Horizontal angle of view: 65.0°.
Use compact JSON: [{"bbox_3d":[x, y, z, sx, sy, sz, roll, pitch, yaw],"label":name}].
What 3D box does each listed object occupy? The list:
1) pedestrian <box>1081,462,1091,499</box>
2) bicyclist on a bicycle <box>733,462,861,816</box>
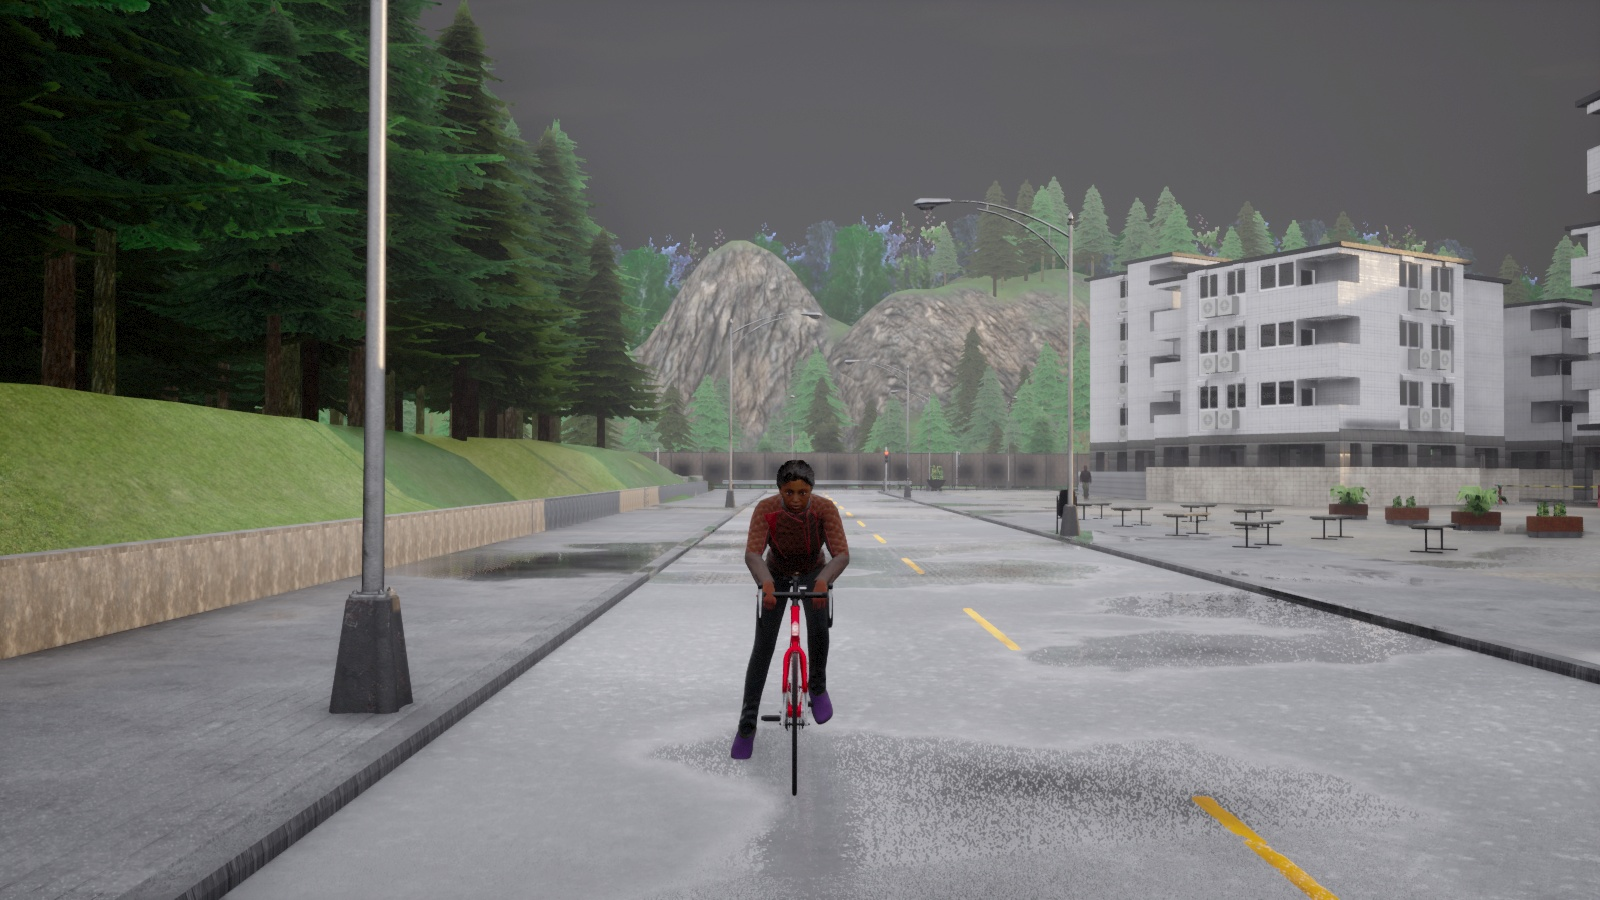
[{"bbox_3d":[14.529,1.534,63.723,0.431,1.840,0.703,0,-1,9],"label":"pedestrian"},{"bbox_3d":[-0.018,0.878,6.593,0.582,1.620,1.656,0,-1,0],"label":"bicyclist on a bicycle"}]
